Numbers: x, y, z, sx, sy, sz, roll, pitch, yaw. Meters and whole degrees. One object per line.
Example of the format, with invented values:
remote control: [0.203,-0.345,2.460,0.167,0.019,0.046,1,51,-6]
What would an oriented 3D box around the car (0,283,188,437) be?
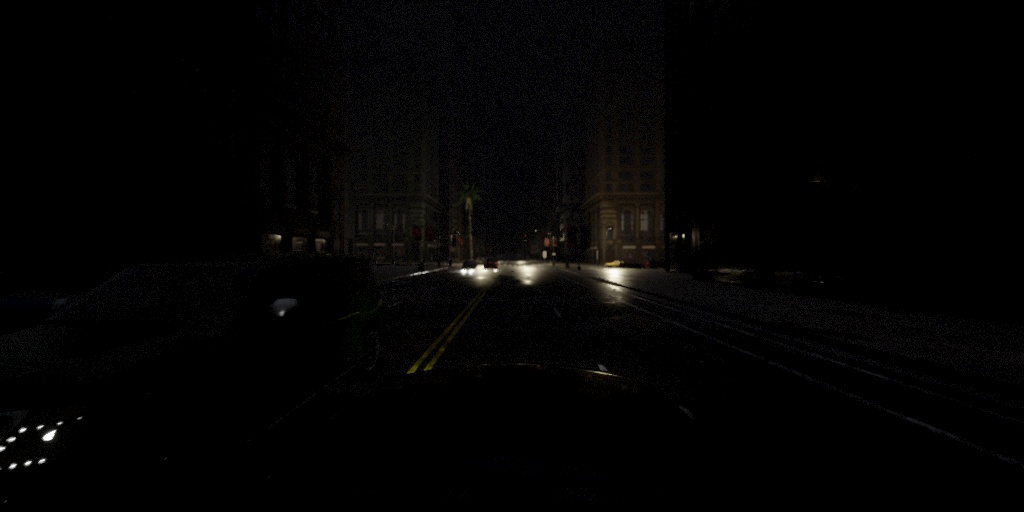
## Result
car: [-6.599,1.231,3.747,1.882,1.535,5.008,0,0,0]

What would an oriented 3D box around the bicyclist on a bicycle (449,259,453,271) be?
bicyclist on a bicycle: [-8.488,1.217,49.759,0.582,1.620,1.656,-1,0,1]

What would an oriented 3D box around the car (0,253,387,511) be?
car: [-3.351,0.976,4.364,2.150,2.045,5.566,0,0,0]

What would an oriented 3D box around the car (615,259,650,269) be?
car: [20.716,1.592,61.915,4.507,1.381,1.888,0,0,0]

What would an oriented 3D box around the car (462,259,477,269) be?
car: [-6.508,1.256,55.511,2.128,1.511,4.902,0,0,0]

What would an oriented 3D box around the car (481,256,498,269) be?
car: [-3.256,1.116,55.724,2.097,1.767,4.553,0,0,0]
